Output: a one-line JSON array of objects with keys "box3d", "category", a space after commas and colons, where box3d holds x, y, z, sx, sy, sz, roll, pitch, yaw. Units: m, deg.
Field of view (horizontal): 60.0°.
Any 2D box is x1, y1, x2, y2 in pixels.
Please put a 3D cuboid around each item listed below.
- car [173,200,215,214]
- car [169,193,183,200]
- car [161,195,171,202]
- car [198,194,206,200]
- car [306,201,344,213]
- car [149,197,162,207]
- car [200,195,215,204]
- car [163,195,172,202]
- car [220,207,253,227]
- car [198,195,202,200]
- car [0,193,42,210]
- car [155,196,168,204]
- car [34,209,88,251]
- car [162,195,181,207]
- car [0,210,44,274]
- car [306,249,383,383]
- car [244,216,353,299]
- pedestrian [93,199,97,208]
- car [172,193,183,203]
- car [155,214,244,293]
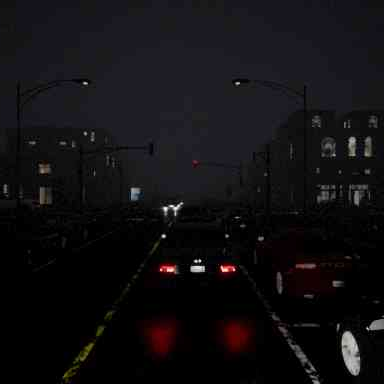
[{"box3d": [0.086, 1.480, 19.461, 1.882, 1.535, 5.008, 0, 0, 0], "category": "car"}, {"box3d": [-3.110, 1.499, 61.486, 2.128, 1.511, 4.902, 0, 0, 0], "category": "car"}, {"box3d": [-5.739, 1.451, 74.183, 1.967, 1.590, 4.097, 0, 0, 0], "category": "car"}, {"box3d": [2.630, 1.458, 90.741, 1.967, 1.590, 4.097, 0, 0, 0], "category": "car"}, {"box3d": [14.784, 1.653, 37.283, 4.181, 1.385, 1.994, 0, 0, 1], "category": "car"}, {"box3d": [-5.724, 1.588, 52.095, 1.802, 1.307, 4.206, 0, 0, 0], "category": "car"}, {"box3d": [2.657, 1.572, 52.088, 1.947, 1.339, 4.313, 0, 0, 0], "category": "car"}, {"box3d": [-5.743, 1.538, 79.535, 1.752, 1.417, 4.829, 0, 0, 0], "category": "car"}, {"box3d": [2.680, 1.553, 19.698, 2.008, 1.369, 4.403, 0, 0, 0], "category": "car"}, {"box3d": [2.649, 1.590, 63.130, 1.802, 1.307, 4.206, 0, 0, 0], "category": "car"}, {"box3d": [-18.690, 1.141, 34.553, 5.566, 2.045, 2.150, 0, 0, -1], "category": "car"}, {"box3d": [-5.732, 1.559, 63.138, 2.008, 1.369, 4.403, 0, 0, 0], "category": "car"}, {"box3d": [-5.697, 1.552, 14.017, 2.008, 1.369, 4.403, 0, 0, 0], "category": "car"}, {"box3d": [-3.145, 1.532, 51.134, 1.812, 1.442, 4.674, 0, 0, 1], "category": "car"}, {"box3d": [-5.692, 1.441, 8.325, 1.967, 1.590, 4.097, 0, 0, 0], "category": "car"}, {"box3d": [2.692, 1.551, 2.622, 2.008, 1.369, 4.403, 0, 0, 0], "category": "car"}, {"box3d": [2.688, 1.546, 8.314, 1.887, 1.381, 4.507, 0, 0, 0], "category": "car"}, {"box3d": [-12.583, 1.415, 43.222, 0.375, 1.300, 0.375, 0, -1, 1], "category": "pedestrian"}, {"box3d": [-3.052, 1.236, 72.142, 2.150, 2.045, 5.566, 0, 0, 0], "category": "car"}, {"box3d": [0.098, 1.548, 8.997, 2.033, 1.411, 5.357, 0, 0, 0], "category": "car"}]
